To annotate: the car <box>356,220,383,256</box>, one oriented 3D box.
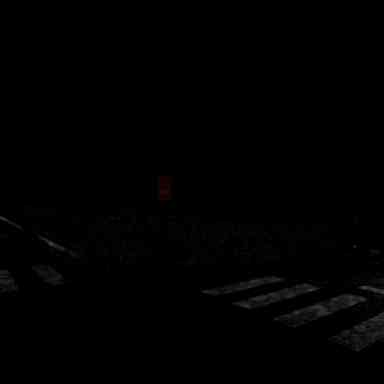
[{"bbox_3d":[7.797,1.614,12.218,4.313,1.339,1.947,0,-1,-35],"label":"car"}]
